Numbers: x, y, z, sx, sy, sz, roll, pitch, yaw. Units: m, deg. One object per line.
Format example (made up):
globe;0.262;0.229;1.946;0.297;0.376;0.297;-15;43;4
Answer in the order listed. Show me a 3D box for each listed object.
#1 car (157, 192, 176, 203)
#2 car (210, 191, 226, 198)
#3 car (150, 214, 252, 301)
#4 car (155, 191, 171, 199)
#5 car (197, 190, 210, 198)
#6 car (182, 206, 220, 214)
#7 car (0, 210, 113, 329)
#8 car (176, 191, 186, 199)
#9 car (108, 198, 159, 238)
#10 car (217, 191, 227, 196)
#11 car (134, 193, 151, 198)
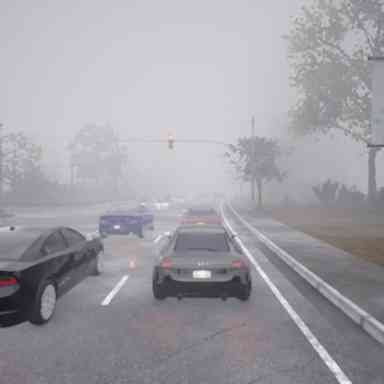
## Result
car;-4.247;0.854;51.502;2.128;1.511;4.902;0;1;6
car;5.883;0.551;74.594;1.882;1.535;5.008;0;1;9
car;0.224;1.462;8.126;1.994;1.385;4.181;0;1;1
car;-5.825;0.669;67.150;2.128;1.511;4.902;0;1;8
car;2.353;0.548;74.676;1.882;1.535;5.008;0;1;9
car;0.457;1.358;16.526;1.994;1.385;4.181;0;1;2
car;-3.296;1.390;6.966;1.882;1.535;5.008;0;1;1
car;-2.370;0.680;66.637;1.837;1.490;4.892;0;1;8
car;-3.052;1.274;16.364;1.882;1.535;5.008;0;1;2
car;7.565;0.362;84.715;2.033;1.411;5.357;0;1;10
car;-7.729;0.850;51.873;2.128;1.511;4.902;0;1;6
